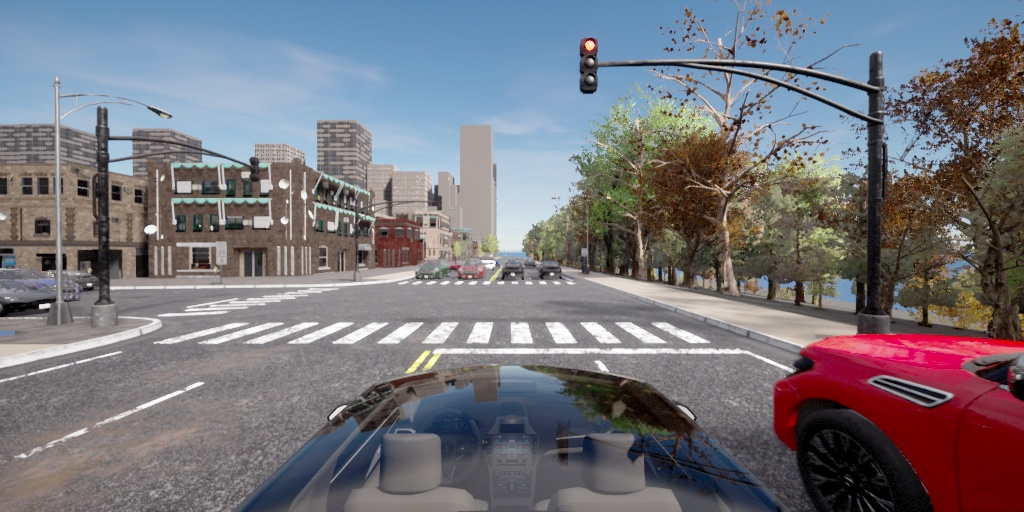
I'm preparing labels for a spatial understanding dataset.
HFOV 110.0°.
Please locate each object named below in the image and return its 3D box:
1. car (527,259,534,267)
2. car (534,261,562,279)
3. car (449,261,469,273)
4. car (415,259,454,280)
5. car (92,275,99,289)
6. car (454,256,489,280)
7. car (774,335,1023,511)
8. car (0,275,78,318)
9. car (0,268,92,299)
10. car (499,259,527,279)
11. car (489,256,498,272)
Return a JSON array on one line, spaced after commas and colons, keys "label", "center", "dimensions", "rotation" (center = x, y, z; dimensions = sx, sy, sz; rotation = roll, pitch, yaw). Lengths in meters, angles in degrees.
[{"label": "car", "center": [3.205, 1.271, 63.679], "dimensions": [2.033, 1.411, 5.357], "rotation": [0, 0, 0]}, {"label": "car", "center": [3.326, 1.244, 32.179], "dimensions": [1.837, 1.490, 4.892], "rotation": [0, 0, 0]}, {"label": "car", "center": [-6.627, 1.333, 45.237], "dimensions": [1.895, 1.301, 4.718], "rotation": [0, 0, 0]}, {"label": "car", "center": [-6.759, 1.092, 30.965], "dimensions": [2.097, 1.767, 4.553], "rotation": [0, 0, 3]}, {"label": "car", "center": [-28.297, 1.558, 22.168], "dimensions": [4.403, 1.370, 2.007], "rotation": [0, 0, 0]}, {"label": "car", "center": [-3.372, 1.092, 30.966], "dimensions": [2.097, 1.767, 4.553], "rotation": [0, 0, 0]}, {"label": "car", "center": [3.347, 0.970, 0.718], "dimensions": [2.150, 2.045, 5.566], "rotation": [0, 0, 0]}, {"label": "car", "center": [-19.959, 1.564, 13.661], "dimensions": [4.313, 1.339, 1.948], "rotation": [0, 0, 0]}, {"label": "car", "center": [-22.828, 1.356, 16.366], "dimensions": [4.553, 1.767, 2.097], "rotation": [-1, 1, 0]}, {"label": "car", "center": [0.077, 1.244, 31.777], "dimensions": [1.837, 1.490, 4.892], "rotation": [0, 0, 0]}, {"label": "car", "center": [-3.379, 0.953, 47.460], "dimensions": [2.150, 2.045, 5.566], "rotation": [0, 0, 0]}]
